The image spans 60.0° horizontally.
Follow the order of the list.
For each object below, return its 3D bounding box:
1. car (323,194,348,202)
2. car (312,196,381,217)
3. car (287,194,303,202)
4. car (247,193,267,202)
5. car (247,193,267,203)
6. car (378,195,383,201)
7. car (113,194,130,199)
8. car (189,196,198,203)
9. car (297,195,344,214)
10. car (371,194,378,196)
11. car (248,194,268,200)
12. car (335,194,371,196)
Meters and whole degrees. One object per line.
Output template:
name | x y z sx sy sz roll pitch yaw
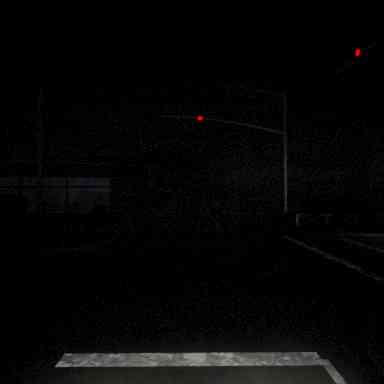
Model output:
car | 31.326 1.298 72.731 4.514 1.523 2.007 0 0 0
car | 13.084 1.340 28.298 4.514 1.523 2.007 0 0 0
car | 21.338 1.097 65.757 4.605 1.855 1.932 0 0 0
car | 13.459 1.077 69.018 3.866 1.878 1.905 0 0 0
car | 12.859 1.361 65.692 3.806 1.475 1.970 0 0 0
car | 38.731 1.154 62.675 5.027 1.636 2.152 0 0 0
car | -19.389 1.333 91.627 4.674 1.442 1.812 0 0 0
car | 0.282 1.547 69.721 2.033 1.411 5.357 0 0 0
car | 13.021 1.330 31.435 5.027 1.636 2.152 0 0 0
car | 38.387 1.232 69.091 3.806 1.475 1.970 0 0 0
car | 18.146 1.334 91.646 4.902 1.511 2.128 0 0 0
car | 20.657 1.320 43.305 3.633 1.501 1.845 0 0 0
